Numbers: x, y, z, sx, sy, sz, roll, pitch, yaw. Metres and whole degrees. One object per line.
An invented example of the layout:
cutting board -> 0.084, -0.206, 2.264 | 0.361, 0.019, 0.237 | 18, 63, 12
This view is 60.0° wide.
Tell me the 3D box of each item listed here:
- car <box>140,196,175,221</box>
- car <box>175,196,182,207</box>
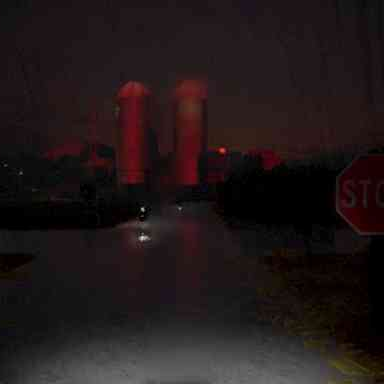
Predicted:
car -> -2.797, 1.298, 26.368 | 2.097, 1.767, 4.553 | 0, -1, 1
car -> -2.510, 1.356, 50.717 | 1.837, 1.490, 4.892 | 0, 0, 1
